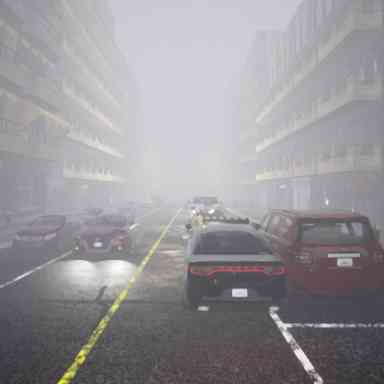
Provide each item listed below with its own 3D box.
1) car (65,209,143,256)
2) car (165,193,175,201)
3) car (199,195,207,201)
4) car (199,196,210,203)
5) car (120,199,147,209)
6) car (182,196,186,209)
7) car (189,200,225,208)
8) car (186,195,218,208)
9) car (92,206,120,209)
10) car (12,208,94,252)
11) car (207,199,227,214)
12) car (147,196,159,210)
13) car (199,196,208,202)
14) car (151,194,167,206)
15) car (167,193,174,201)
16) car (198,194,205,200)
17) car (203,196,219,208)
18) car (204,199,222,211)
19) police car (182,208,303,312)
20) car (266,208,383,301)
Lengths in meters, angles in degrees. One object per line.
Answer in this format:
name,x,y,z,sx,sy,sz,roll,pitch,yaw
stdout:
car,-3.115,1.558,13.027,1.994,1.385,4.181,0,0,0
car,-5.795,1.281,86.645,2.192,1.841,5.009,-1,0,0
car,2.594,1.493,81.193,1.752,1.417,4.829,-1,0,0
car,2.606,1.537,69.819,1.947,1.339,4.313,-1,0,0
car,-5.733,1.537,30.625,2.008,1.369,4.403,-1,0,0
car,-0.028,1.544,44.513,1.994,1.385,4.181,0,0,0
car,0.880,1.447,18.015,1.801,1.575,5.366,0,0,0
car,0.875,1.213,23.856,2.150,2.045,5.566,0,0,0
car,-5.721,1.573,19.420,1.802,1.307,4.206,-1,0,0
car,-5.715,1.575,13.818,1.802,1.307,4.206,-1,0,0
car,2.641,1.509,36.377,1.752,1.417,4.829,-1,0,0
car,-5.745,1.532,41.829,2.008,1.369,4.403,-1,0,0
car,2.600,1.520,75.422,2.008,1.369,4.403,-1,0,0
car,-5.760,1.292,53.033,2.192,1.841,5.009,-1,0,0
car,-5.786,1.518,81.043,2.008,1.369,4.403,-1,0,0
car,2.581,1.405,92.227,1.967,1.590,4.097,-1,0,0
car,2.628,1.419,47.411,1.967,1.590,4.097,-1,0,0
car,2.635,1.547,41.809,1.947,1.339,4.313,-1,0,0
police car,0.788,1.422,7.941,1.930,1.638,5.238,0,0,0
car,2.668,1.311,8.197,2.192,1.841,5.009,-1,0,0
